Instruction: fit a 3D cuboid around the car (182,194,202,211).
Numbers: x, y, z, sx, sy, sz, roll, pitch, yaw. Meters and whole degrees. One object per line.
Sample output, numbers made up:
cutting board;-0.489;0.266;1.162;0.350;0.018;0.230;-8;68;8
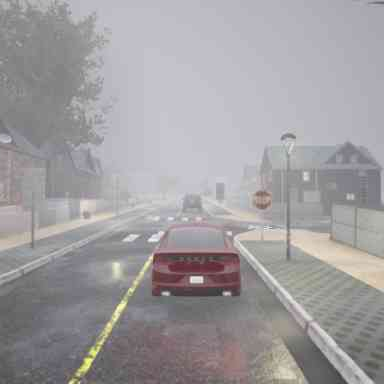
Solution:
car;0.040;1.252;39.527;2.150;2.045;5.566;0;0;0

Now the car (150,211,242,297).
car;0.085;1.480;8.648;1.882;1.535;5.008;0;0;0
